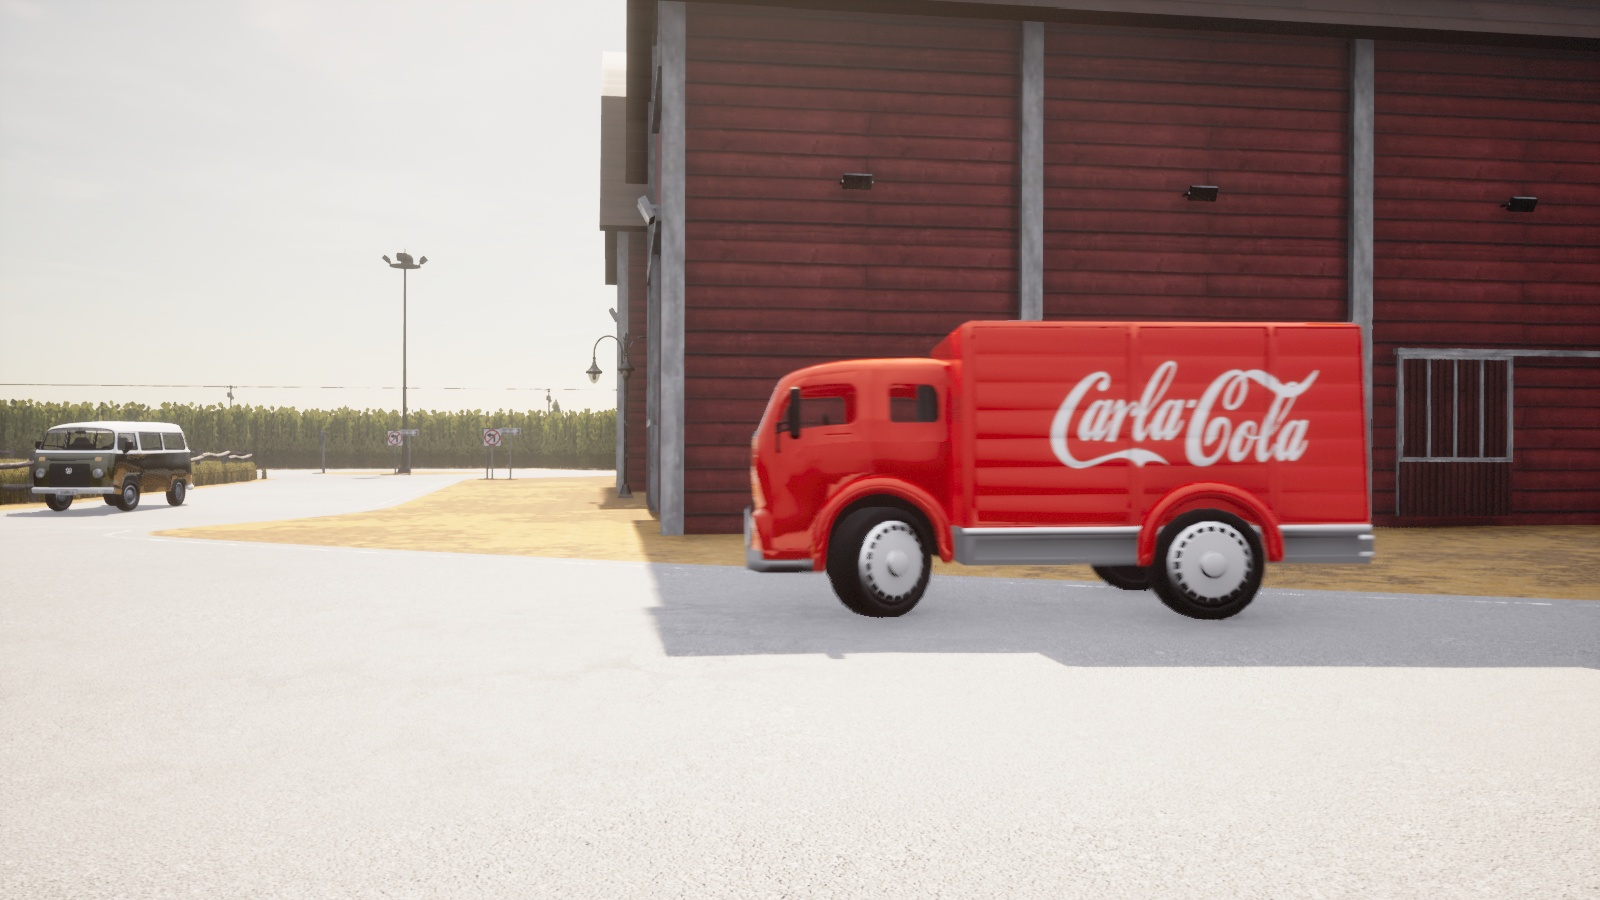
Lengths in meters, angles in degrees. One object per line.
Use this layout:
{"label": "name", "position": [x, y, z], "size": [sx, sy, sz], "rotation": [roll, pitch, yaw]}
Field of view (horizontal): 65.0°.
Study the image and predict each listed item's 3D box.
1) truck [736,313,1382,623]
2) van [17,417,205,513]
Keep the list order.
{"label": "truck", "position": [2.051, 0.159, 11.386], "size": [5.204, 2.467, 2.627], "rotation": [0, -1, -2]}
{"label": "van", "position": [-15.876, 0.320, 29.251], "size": [2.069, 2.038, 4.480], "rotation": [0, 0, -3]}
